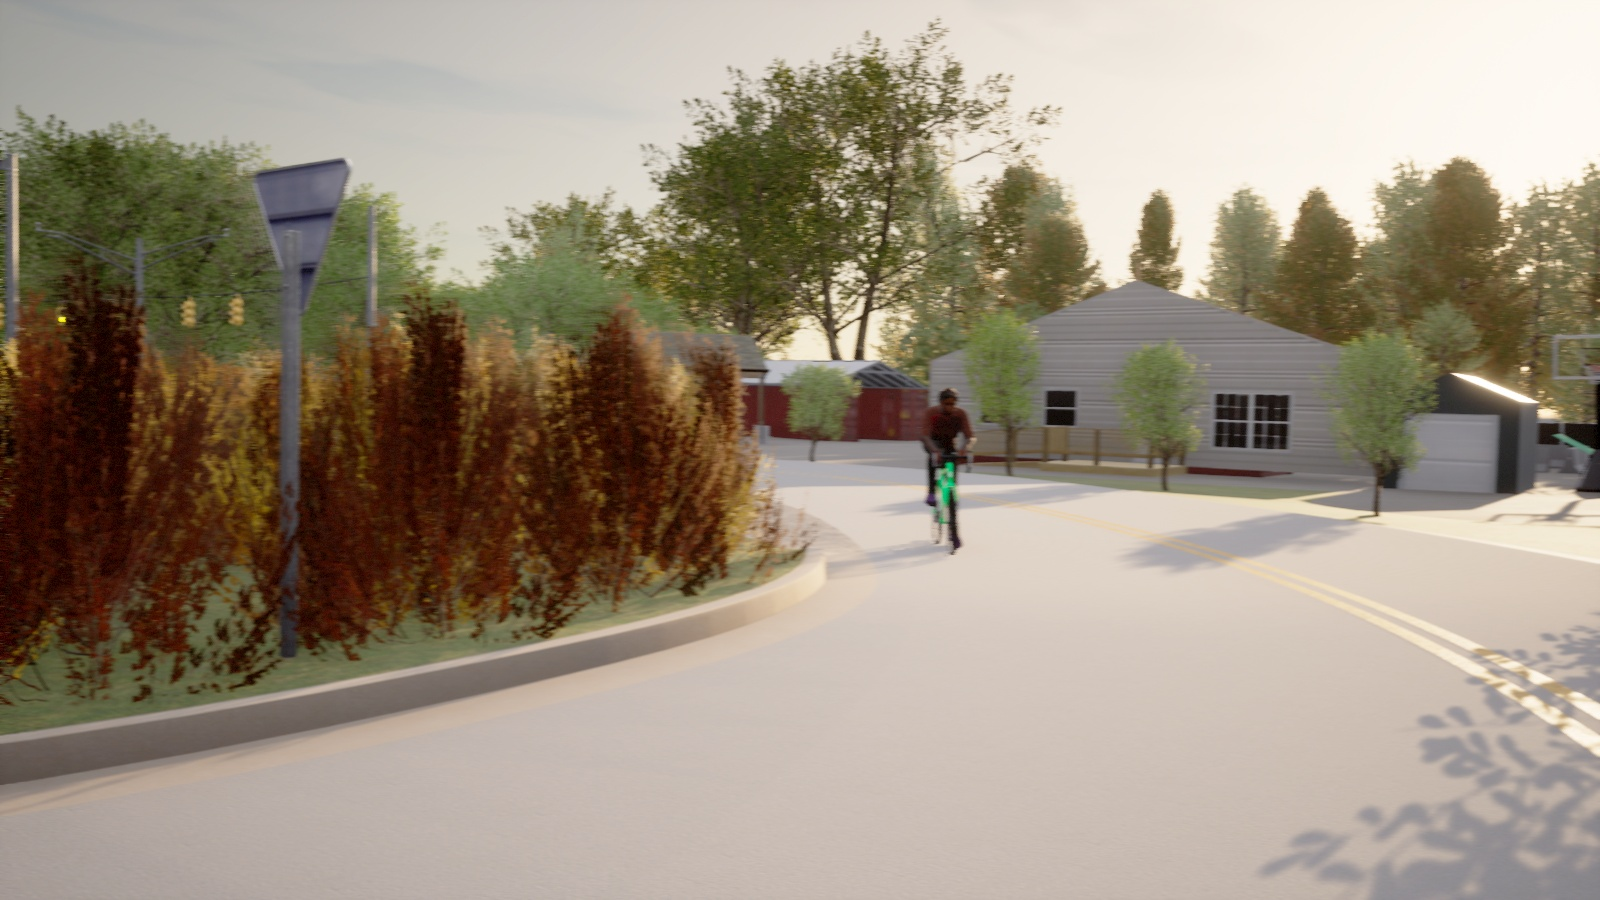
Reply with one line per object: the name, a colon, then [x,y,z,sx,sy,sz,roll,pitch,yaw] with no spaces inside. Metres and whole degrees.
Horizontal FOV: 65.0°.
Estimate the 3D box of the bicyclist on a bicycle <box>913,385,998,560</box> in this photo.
bicyclist on a bicycle: [1.521,0.183,12.487,0.582,1.620,1.656,0,2,-2]
